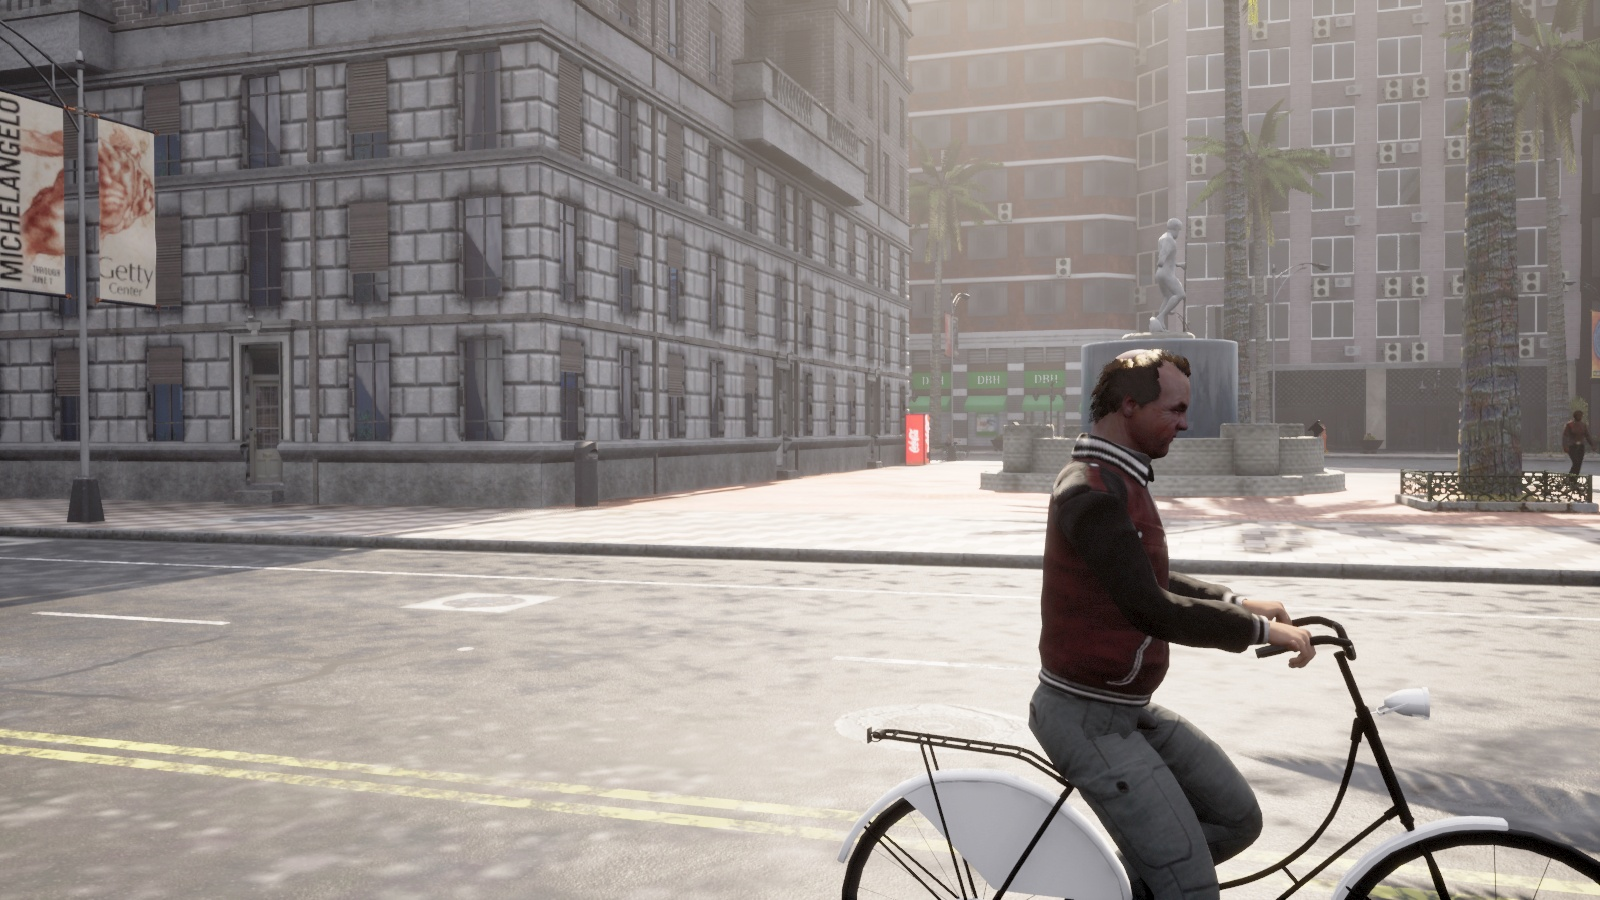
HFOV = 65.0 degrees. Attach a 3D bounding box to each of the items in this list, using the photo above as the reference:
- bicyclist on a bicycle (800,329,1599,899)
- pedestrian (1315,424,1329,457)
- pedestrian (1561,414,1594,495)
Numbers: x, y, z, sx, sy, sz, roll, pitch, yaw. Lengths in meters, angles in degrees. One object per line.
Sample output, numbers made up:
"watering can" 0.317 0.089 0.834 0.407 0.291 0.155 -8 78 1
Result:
"bicyclist on a bicycle" 0.978 0.655 2.875 1.843 1.776 0.659 0 1 19
"pedestrian" 28.776 -0.517 69.202 0.594 1.836 0.345 1 1 43
"pedestrian" 17.643 0.093 28.513 0.328 1.805 0.869 0 1 10
